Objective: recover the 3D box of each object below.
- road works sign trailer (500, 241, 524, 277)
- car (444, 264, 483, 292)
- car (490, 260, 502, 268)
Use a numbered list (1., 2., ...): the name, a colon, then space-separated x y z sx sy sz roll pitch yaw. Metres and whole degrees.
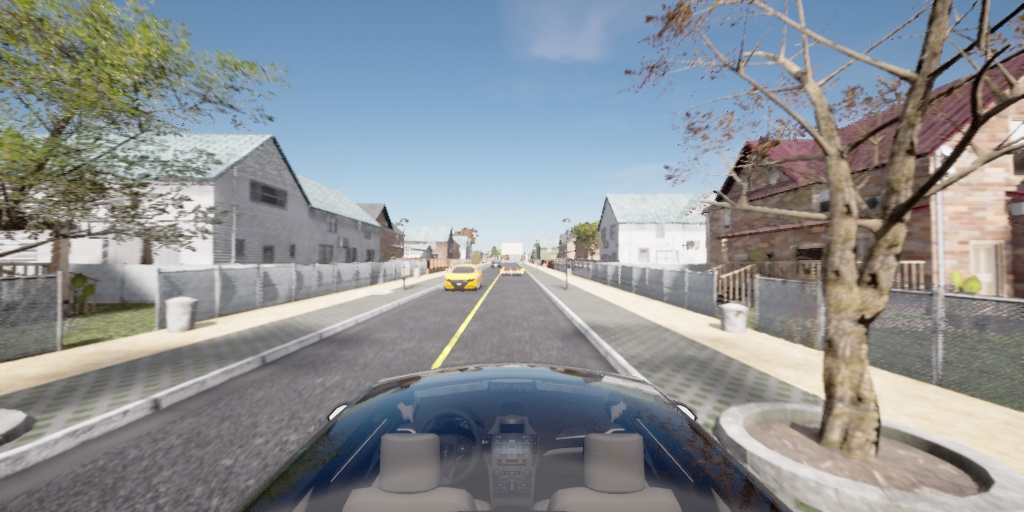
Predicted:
1. road works sign trailer: -0.001 0.288 36.446 2.380 3.560 2.880 0 0 0
2. car: -2.854 1.258 21.887 1.882 1.535 5.008 0 0 0
3. car: -2.791 1.448 64.260 2.128 1.511 4.902 0 0 0
